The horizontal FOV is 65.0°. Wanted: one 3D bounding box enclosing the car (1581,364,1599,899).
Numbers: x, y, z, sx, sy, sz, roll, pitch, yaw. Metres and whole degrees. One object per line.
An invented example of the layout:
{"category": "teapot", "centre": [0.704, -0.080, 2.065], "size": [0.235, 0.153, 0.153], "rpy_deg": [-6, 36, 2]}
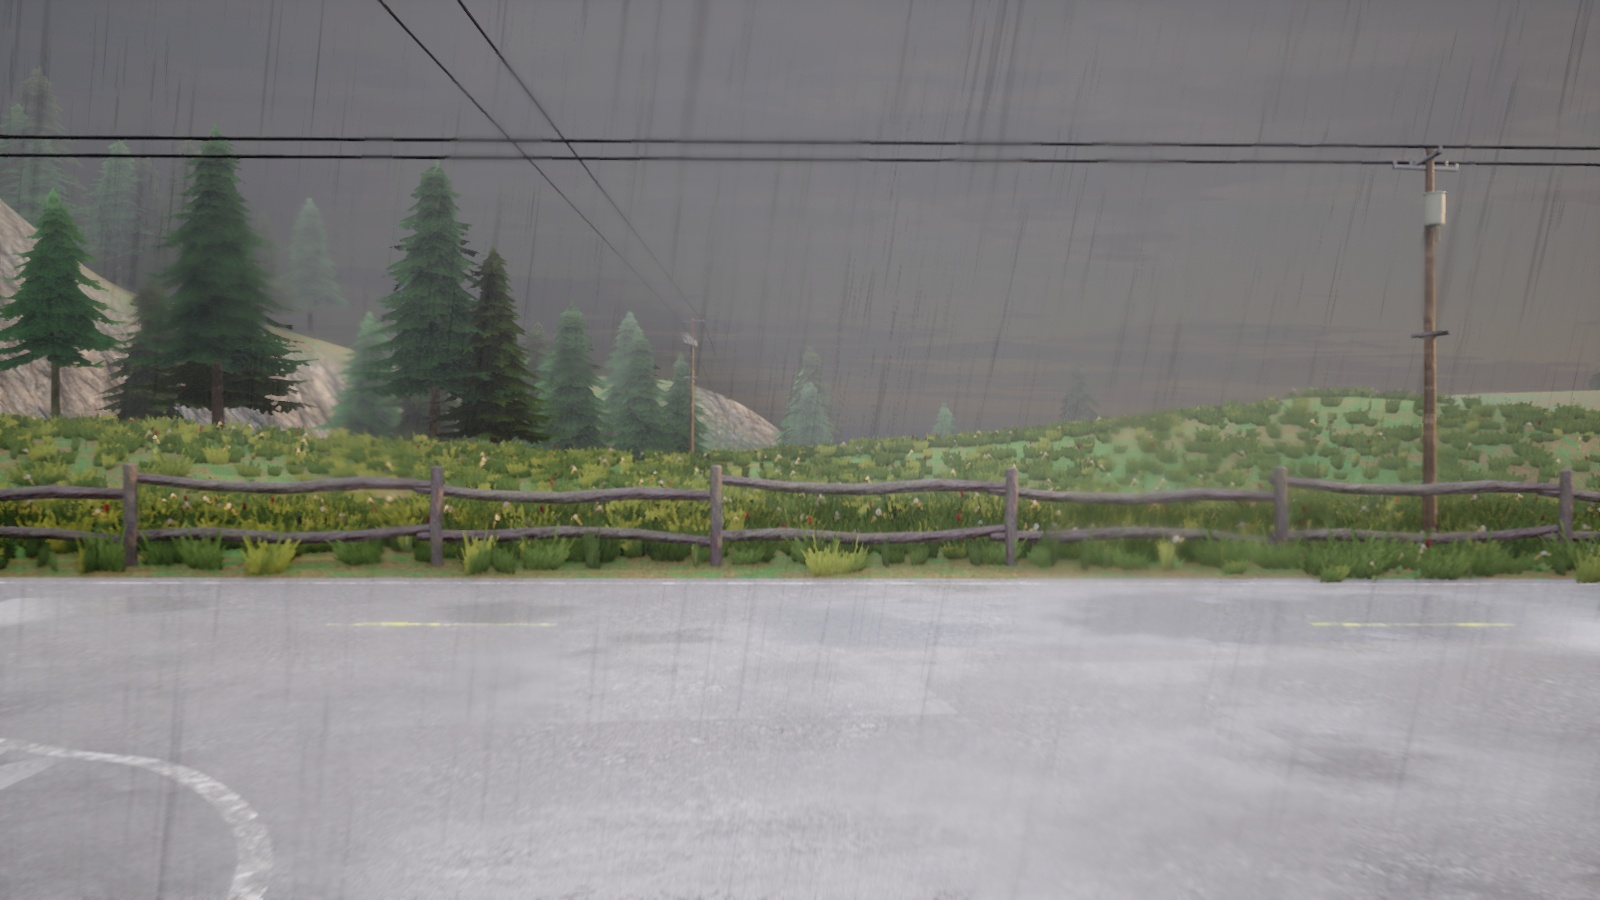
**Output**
{"category": "car", "centre": [3.450, 0.635, 1.633], "size": [1.932, 1.855, 4.605], "rpy_deg": [0, -1, -1]}
